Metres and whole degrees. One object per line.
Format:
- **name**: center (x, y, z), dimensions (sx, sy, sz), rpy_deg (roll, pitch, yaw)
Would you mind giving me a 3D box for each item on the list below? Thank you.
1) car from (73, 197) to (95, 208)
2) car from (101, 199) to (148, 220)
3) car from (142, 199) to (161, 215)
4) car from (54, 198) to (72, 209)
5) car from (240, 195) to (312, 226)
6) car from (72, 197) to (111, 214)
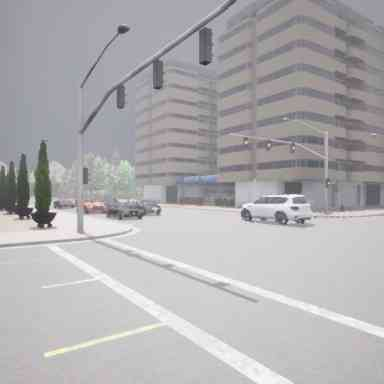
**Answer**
- **car**: center (-15.942, 1.504, 49.045), dimensions (1.837, 1.490, 4.892), rpy_deg (0, 0, -34)
- **car**: center (-5.788, 1.563, 28.270), dimensions (1.994, 1.385, 4.181), rpy_deg (0, 0, -35)
- **car**: center (-4.811, 1.491, 32.993), dimensions (2.128, 1.511, 4.902), rpy_deg (0, 0, -35)
- **car**: center (-17.249, 1.525, 44.780), dimensions (1.812, 1.442, 4.674), rpy_deg (0, 0, -35)
- **car**: center (5.925, 1.221, 24.032), dimensions (2.150, 2.045, 5.566), rpy_deg (0, 0, -35)
- **car**: center (-10.744, 1.352, 35.403), dimensions (2.097, 1.767, 4.553), rpy_deg (0, 0, -35)
